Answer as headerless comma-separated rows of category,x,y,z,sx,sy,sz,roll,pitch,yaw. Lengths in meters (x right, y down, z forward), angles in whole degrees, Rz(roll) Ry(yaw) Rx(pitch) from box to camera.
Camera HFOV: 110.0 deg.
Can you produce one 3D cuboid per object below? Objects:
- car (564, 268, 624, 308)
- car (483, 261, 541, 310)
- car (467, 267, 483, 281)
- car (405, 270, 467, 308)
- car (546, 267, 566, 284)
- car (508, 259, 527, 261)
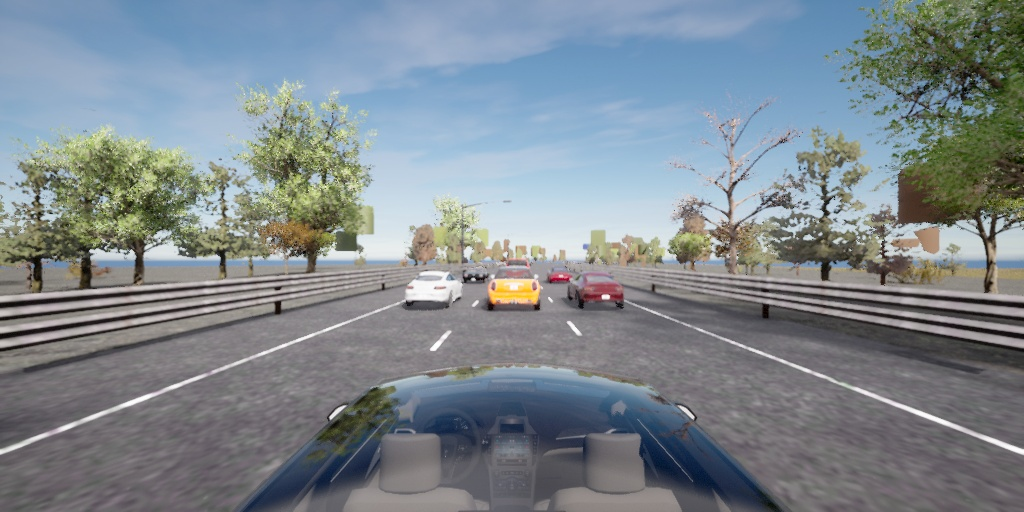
car,3.619,1.411,15.948,1.812,1.442,4.674,0,0,1
car,0.111,1.233,15.689,2.097,1.767,4.553,0,-1,1
car,-2.974,1.607,30.742,1.895,1.301,4.718,2,0,2
car,-3.372,1.402,16.064,1.812,1.442,4.674,1,-1,1
car,4.014,1.592,30.684,1.994,1.385,4.181,0,-1,2
car,0.501,1.243,30.546,2.150,2.045,5.566,0,0,2
